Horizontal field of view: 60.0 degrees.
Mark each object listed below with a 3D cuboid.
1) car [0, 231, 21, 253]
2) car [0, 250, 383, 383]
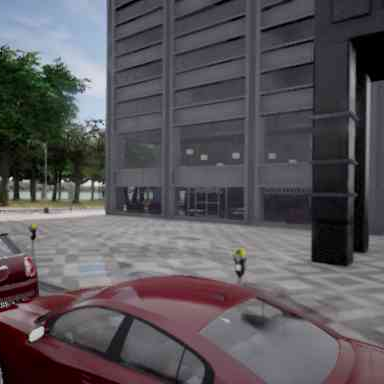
[{"bbox_3d":[-4.808,1.362,6.387,4.097,1.590,1.967,1,1,35],"label":"car"},{"bbox_3d":[-0.381,1.523,3.233,4.507,1.381,1.887,1,1,35],"label":"car"}]
